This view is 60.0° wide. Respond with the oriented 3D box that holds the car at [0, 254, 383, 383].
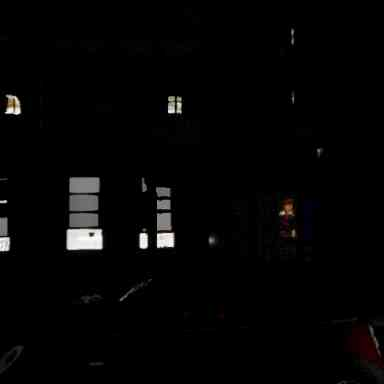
[{"bbox_3d":[-0.096,1.564,3.888,4.097,1.590,1.967,0,-2,-5],"label":"car"}]
